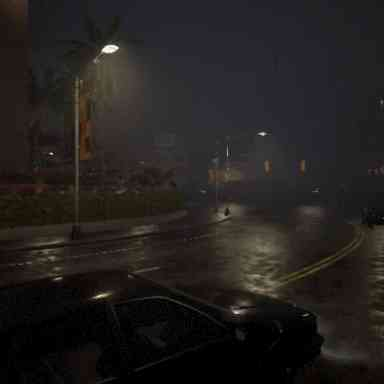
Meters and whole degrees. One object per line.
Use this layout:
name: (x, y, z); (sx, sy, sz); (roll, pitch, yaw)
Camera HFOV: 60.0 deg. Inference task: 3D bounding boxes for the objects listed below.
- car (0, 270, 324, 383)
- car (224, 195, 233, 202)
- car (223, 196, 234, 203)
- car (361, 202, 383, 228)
car: (-0.911, 1.568, 3.256); (5.357, 1.411, 2.033); (0, 0, -38)
car: (9.398, 1.756, 85.827); (2.185, 1.767, 4.553); (0, 0, 4)
car: (9.056, 1.851, 79.409); (2.097, 1.535, 5.008); (0, 0, 4)
car: (12.907, 1.644, 22.827); (1.994, 1.385, 4.181); (0, 0, 21)
